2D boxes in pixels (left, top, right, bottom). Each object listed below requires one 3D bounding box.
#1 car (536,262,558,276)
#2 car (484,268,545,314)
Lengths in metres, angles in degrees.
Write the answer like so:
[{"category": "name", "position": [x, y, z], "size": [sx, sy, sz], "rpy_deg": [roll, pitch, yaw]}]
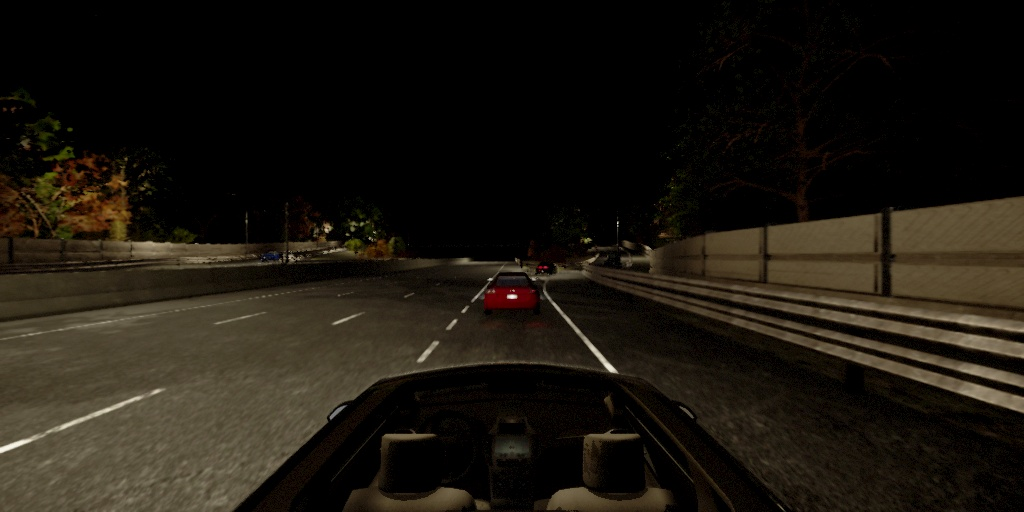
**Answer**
[{"category": "car", "position": [4.126, 1.519, 42.170], "size": [1.837, 1.490, 4.892], "rpy_deg": [0, -2, 17]}, {"category": "car", "position": [0.020, 1.318, 13.870], "size": [1.994, 1.385, 4.181], "rpy_deg": [0, 0, 0]}]
